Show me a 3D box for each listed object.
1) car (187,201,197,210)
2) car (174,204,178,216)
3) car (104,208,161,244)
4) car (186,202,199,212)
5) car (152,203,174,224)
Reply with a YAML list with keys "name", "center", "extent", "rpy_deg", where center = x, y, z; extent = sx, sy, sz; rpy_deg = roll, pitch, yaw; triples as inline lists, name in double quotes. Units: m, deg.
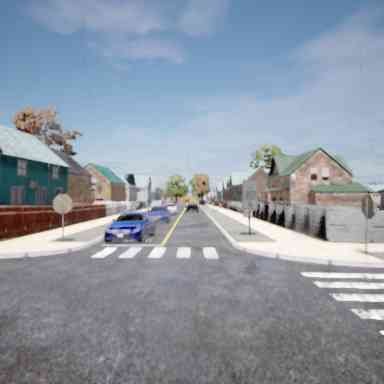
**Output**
- name: "car"
  center: [0.026, 2.513, 61.338]
  extent: [1.882, 1.535, 5.008]
  rpy_deg: [0, -1, 0]
- name: "car"
  center: [-2.820, 2.166, 41.798]
  extent: [1.812, 1.442, 4.674]
  rpy_deg: [0, -1, 0]
- name: "car"
  center: [-3.074, 1.764, 17.467]
  extent: [1.812, 1.442, 4.674]
  rpy_deg: [0, -1, 5]
- name: "car"
  center: [0.072, 2.329, 51.093]
  extent: [1.837, 1.490, 4.892]
  rpy_deg: [0, -1, 0]
- name: "car"
  center: [-2.837, 1.945, 29.236]
  extent: [1.812, 1.442, 4.674]
  rpy_deg: [0, -1, 0]
